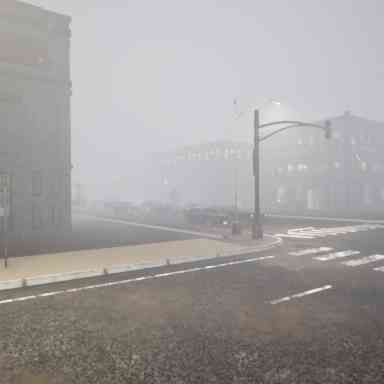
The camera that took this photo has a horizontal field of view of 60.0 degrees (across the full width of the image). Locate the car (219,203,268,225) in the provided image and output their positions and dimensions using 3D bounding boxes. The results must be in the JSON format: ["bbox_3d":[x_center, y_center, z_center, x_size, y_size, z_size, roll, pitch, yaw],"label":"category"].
[{"bbox_3d":[3.615,1.814,25.926,1.895,1.301,4.718,-1,0,-36],"label":"car"}]

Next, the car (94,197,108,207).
[{"bbox_3d":[-16.207,1.939,63.610,2.192,1.841,5.009,-1,0,-36],"label":"car"}]

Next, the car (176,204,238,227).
[{"bbox_3d":[1.035,1.814,24.856,1.947,1.339,4.313,-2,0,-36],"label":"car"}]

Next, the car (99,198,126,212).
[{"bbox_3d":[-10.721,1.971,46.033,1.882,1.535,5.008,-1,0,-35],"label":"car"}]

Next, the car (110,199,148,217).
[{"bbox_3d":[-6.935,1.846,36.217,1.967,1.590,4.097,-1,0,-36],"label":"car"}]

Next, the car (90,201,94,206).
[{"bbox_3d":[-19.419,2.227,68.114,1.887,1.381,4.507,-1,0,-36],"label":"car"}]

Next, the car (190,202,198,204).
[{"bbox_3d":[-0.114,1.903,41.091,1.802,1.307,4.206,-2,0,-36],"label":"car"}]

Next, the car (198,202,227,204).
[{"bbox_3d":[3.103,1.809,36.587,2.008,1.369,4.403,-2,0,-36],"label":"car"}]

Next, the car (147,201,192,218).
[{"bbox_3d":[-2.426,1.933,34.384,1.895,1.301,4.718,-1,0,-36],"label":"car"}]

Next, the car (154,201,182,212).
[{"bbox_3d":[-3.330,1.965,45.594,1.802,1.307,4.206,-2,0,-36],"label":"car"}]
